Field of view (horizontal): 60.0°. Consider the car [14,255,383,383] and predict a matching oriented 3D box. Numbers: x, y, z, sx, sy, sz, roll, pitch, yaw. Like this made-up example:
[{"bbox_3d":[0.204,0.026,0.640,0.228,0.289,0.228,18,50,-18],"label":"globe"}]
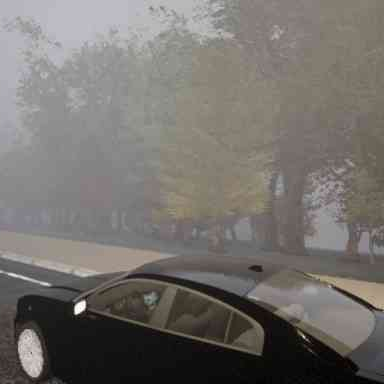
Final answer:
[{"bbox_3d":[-0.047,1.476,3.711,5.008,1.535,1.882,0,0,36],"label":"car"}]
